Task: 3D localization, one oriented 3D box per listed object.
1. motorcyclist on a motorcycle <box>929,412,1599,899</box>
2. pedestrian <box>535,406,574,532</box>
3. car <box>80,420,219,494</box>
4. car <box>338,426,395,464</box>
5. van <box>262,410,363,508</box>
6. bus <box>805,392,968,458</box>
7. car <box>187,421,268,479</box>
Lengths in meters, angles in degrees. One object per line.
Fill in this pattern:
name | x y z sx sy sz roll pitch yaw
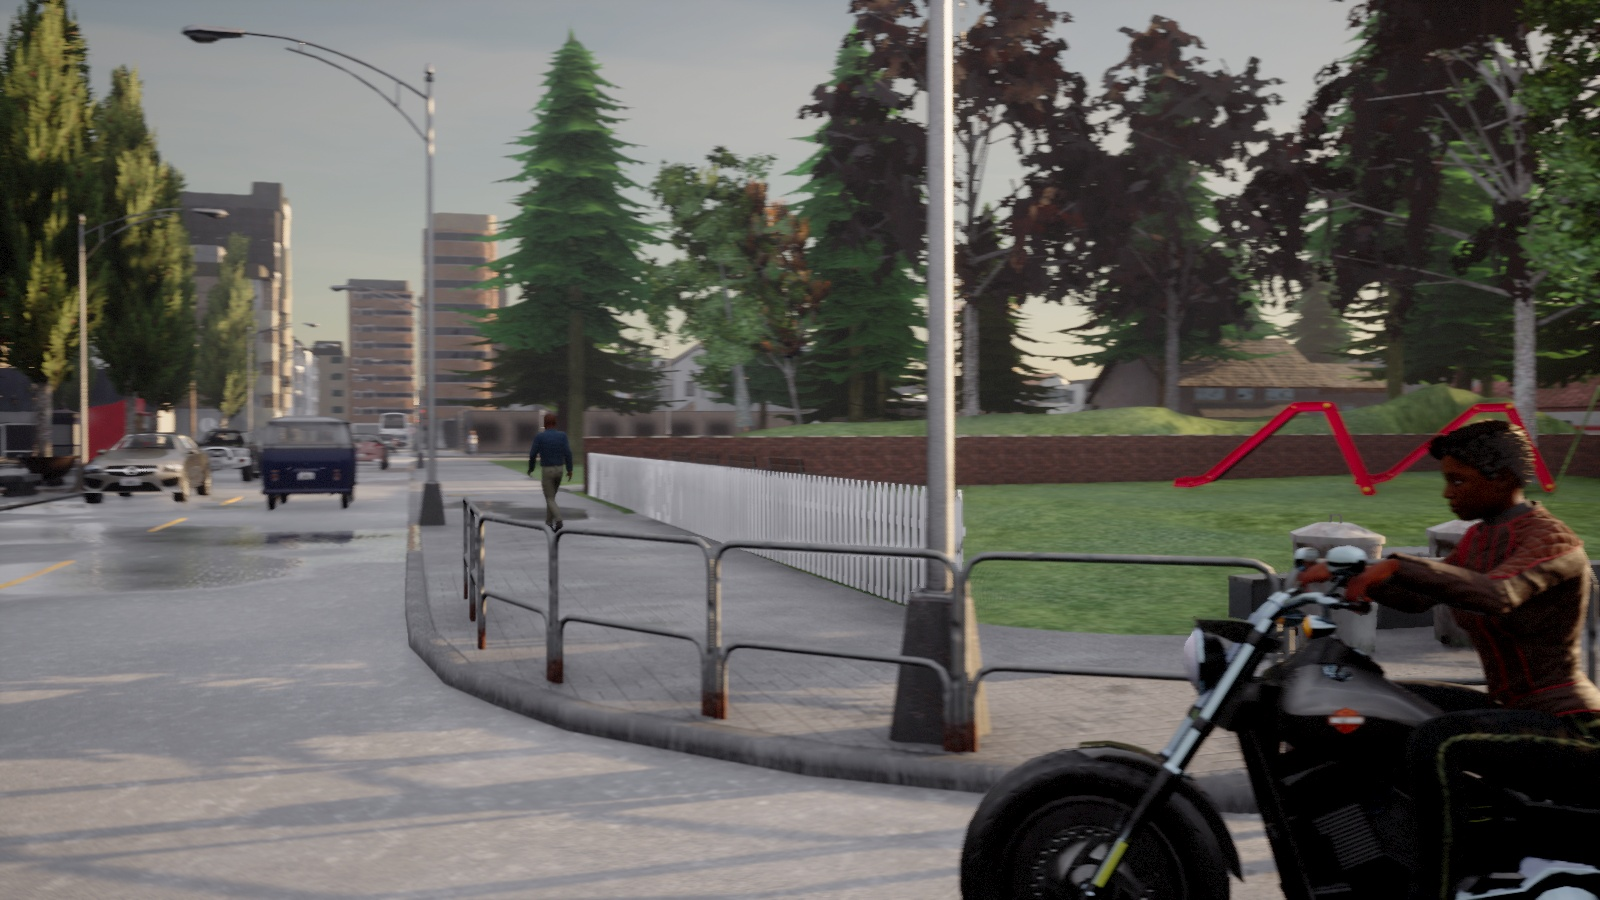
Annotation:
motorcyclist on a motorcycle | 1.526 0.740 3.316 2.350 1.649 0.766 0 0 6
pedestrian | -3.639 0.269 18.609 0.370 1.835 0.726 0 1 -28
car | -15.797 0.118 30.805 2.152 1.651 5.027 0 1 -17
car | -19.550 -0.247 56.780 2.152 1.651 5.027 0 1 -16
van | -10.727 0.155 27.882 1.775 1.987 4.442 0 1 -17
bus | 5.873 -1.667 85.193 10.273 4.253 3.944 0 1 -19
car | -19.492 -0.024 42.952 1.932 1.855 4.605 0 1 -17
